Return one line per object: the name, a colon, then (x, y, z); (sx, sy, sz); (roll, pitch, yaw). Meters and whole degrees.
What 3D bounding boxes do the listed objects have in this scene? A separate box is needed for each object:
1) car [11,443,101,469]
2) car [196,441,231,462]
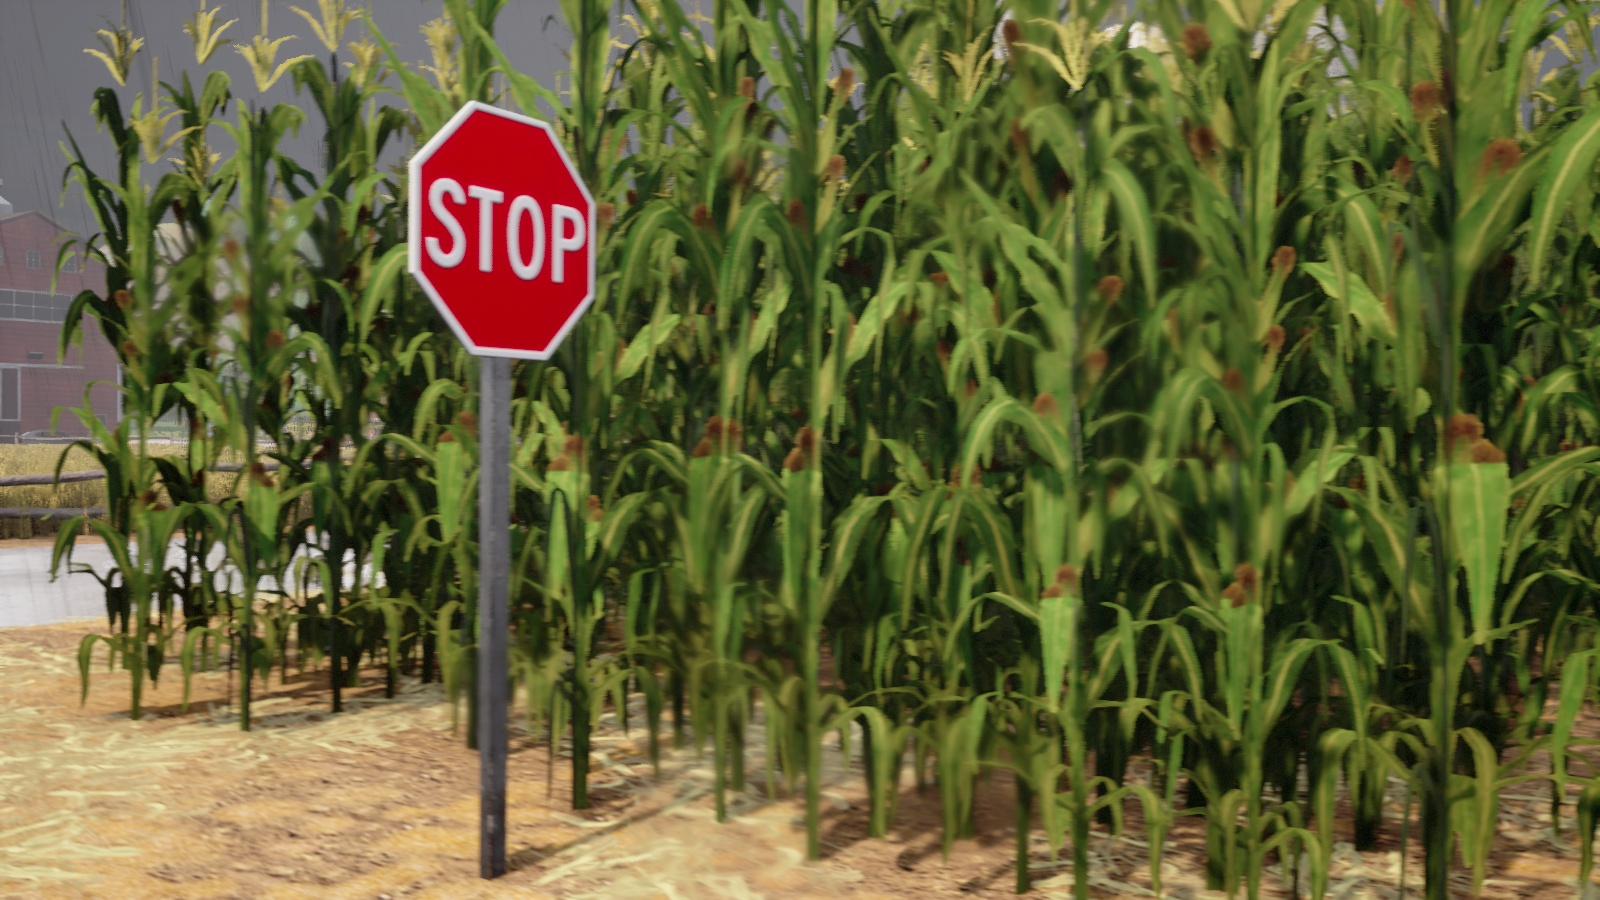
car: (-43.875, 0.330, 74.114); (1.816, 1.474, 4.193); (0, 1, 38)
car: (-40.980, 0.083, 87.837); (1.812, 1.442, 4.674); (-1, 1, -20)
